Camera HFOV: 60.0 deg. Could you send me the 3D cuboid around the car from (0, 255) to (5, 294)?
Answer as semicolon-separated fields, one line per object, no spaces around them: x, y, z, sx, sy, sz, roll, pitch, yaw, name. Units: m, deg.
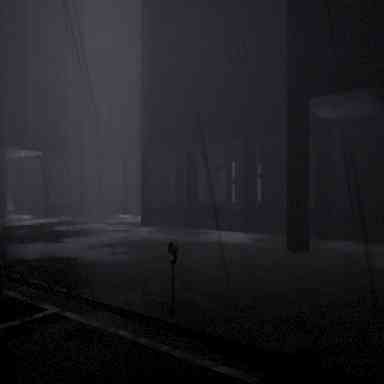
-5.953;1.439;7.327;4.097;1.590;1.967;0;0;36;car
